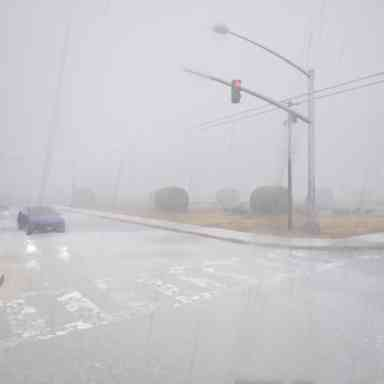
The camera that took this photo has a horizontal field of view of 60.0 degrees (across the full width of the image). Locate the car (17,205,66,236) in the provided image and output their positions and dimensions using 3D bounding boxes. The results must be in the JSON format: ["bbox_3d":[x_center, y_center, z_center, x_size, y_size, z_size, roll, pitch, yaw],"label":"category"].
[{"bbox_3d":[-8.621,1.526,18.865,1.882,1.535,5.008,0,1,-35],"label":"car"}]

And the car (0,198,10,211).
[{"bbox_3d":[-23.144,1.429,39.874,1.812,1.442,4.674,0,0,-35],"label":"car"}]
